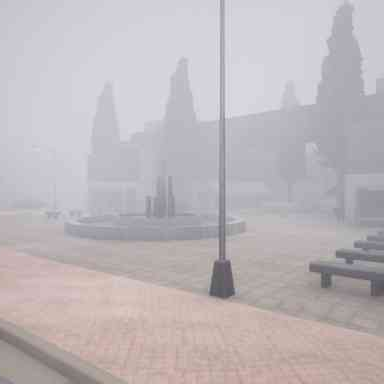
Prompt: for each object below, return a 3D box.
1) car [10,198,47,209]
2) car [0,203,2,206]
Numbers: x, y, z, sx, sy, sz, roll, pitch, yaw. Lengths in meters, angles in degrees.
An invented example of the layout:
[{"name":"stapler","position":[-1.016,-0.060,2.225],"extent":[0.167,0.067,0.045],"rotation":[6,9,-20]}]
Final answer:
[{"name":"car","position":[-21.817,1.540,44.582],"extent":[2.033,1.411,5.357],"rotation":[0,0,12]},{"name":"car","position":[-25.791,1.594,40.996],"extent":[1.895,1.301,4.718],"rotation":[0,0,5]}]
